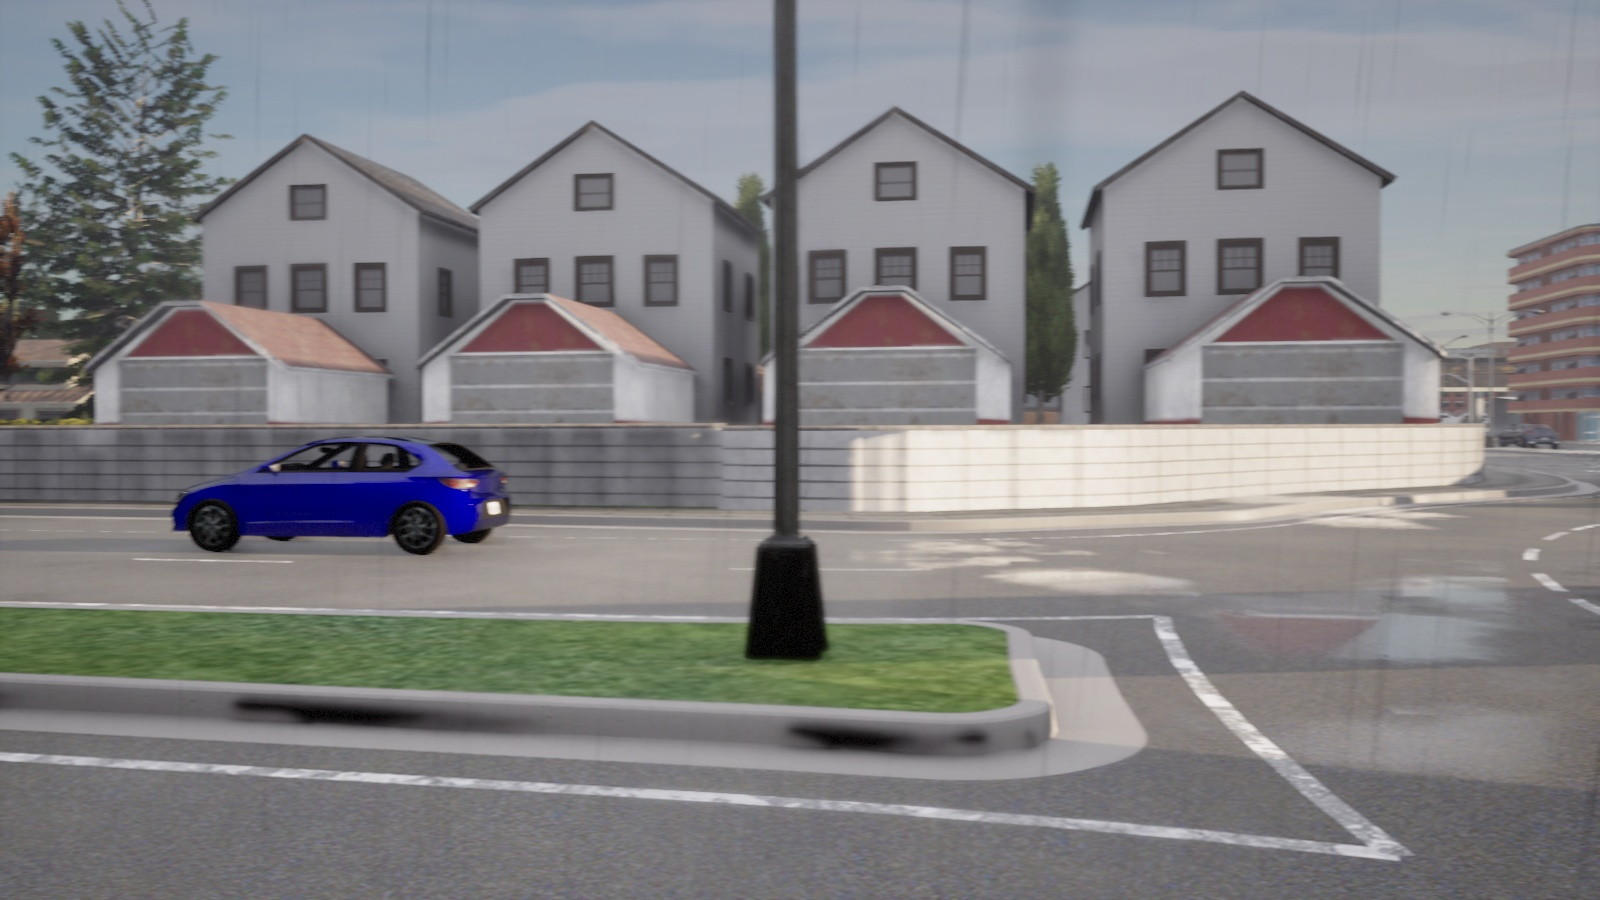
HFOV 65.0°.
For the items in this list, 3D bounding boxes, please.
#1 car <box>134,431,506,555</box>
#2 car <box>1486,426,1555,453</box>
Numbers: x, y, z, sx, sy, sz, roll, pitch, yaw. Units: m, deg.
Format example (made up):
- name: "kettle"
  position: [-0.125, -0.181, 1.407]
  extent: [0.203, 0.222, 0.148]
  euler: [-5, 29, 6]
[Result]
- name: "car"
  position: [-6.178, 0.498, 16.396]
  extent: [4.193, 1.474, 1.816]
  euler: [0, 1, 9]
- name: "car"
  position: [45.660, -0.705, 79.729]
  extent: [2.152, 1.651, 5.027]
  euler: [0, 1, 9]
